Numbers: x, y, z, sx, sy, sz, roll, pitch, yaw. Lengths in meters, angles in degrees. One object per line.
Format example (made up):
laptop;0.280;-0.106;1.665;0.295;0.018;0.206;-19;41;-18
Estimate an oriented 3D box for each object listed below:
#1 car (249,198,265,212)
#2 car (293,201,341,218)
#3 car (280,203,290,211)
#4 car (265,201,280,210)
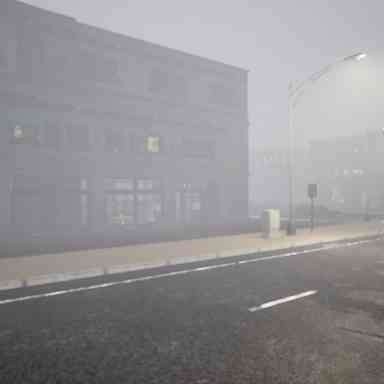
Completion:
car;6.832;1.647;45.580;2.150;2.045;5.566;-1;0;-35
car;12.463;1.860;32.976;1.947;1.339;4.313;-1;0;-35
car;14.552;1.869;44.703;2.008;1.369;4.403;-1;0;-35
car;11.343;1.963;49.213;1.802;1.307;4.206;-1;0;-35
